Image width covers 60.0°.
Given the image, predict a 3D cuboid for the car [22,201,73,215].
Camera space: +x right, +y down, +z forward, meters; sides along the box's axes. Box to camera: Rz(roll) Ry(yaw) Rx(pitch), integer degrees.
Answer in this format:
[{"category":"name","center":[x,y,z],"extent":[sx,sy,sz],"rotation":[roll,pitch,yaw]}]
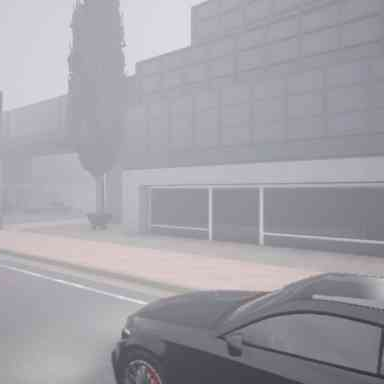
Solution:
[{"category":"car","center":[-14.797,1.600,34.277],"extent":[1.895,1.301,4.718],"rotation":[0,0,36]}]

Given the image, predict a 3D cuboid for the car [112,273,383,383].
[{"category":"car","center":[1.315,1.526,3.038],"extent":[4.674,1.442,1.812],"rotation":[0,0,36]}]

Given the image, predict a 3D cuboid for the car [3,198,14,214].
[{"category":"car","center":[-20.209,1.352,32.744],"extent":[2.097,1.767,4.553],"rotation":[0,0,36]}]
